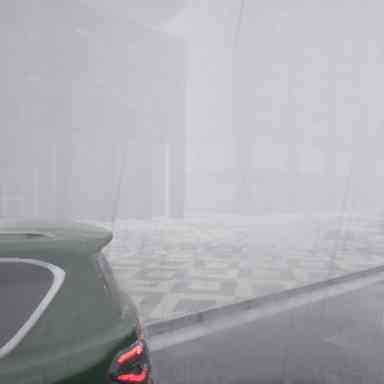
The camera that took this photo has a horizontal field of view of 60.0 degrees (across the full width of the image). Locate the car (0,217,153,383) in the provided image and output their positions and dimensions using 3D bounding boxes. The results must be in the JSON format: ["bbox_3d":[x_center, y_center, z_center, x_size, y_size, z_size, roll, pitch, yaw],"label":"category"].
[{"bbox_3d":[-2.829,1.214,1.361,5.566,2.045,2.150,0,0,-36],"label":"car"}]
